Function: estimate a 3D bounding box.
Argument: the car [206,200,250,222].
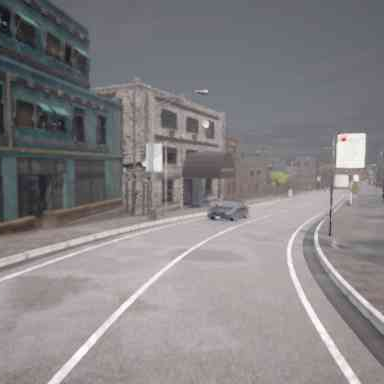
[{"bbox_3d":[2.825,1.292,24.584,2.033,1.411,5.357,3,2,25],"label":"car"}]
